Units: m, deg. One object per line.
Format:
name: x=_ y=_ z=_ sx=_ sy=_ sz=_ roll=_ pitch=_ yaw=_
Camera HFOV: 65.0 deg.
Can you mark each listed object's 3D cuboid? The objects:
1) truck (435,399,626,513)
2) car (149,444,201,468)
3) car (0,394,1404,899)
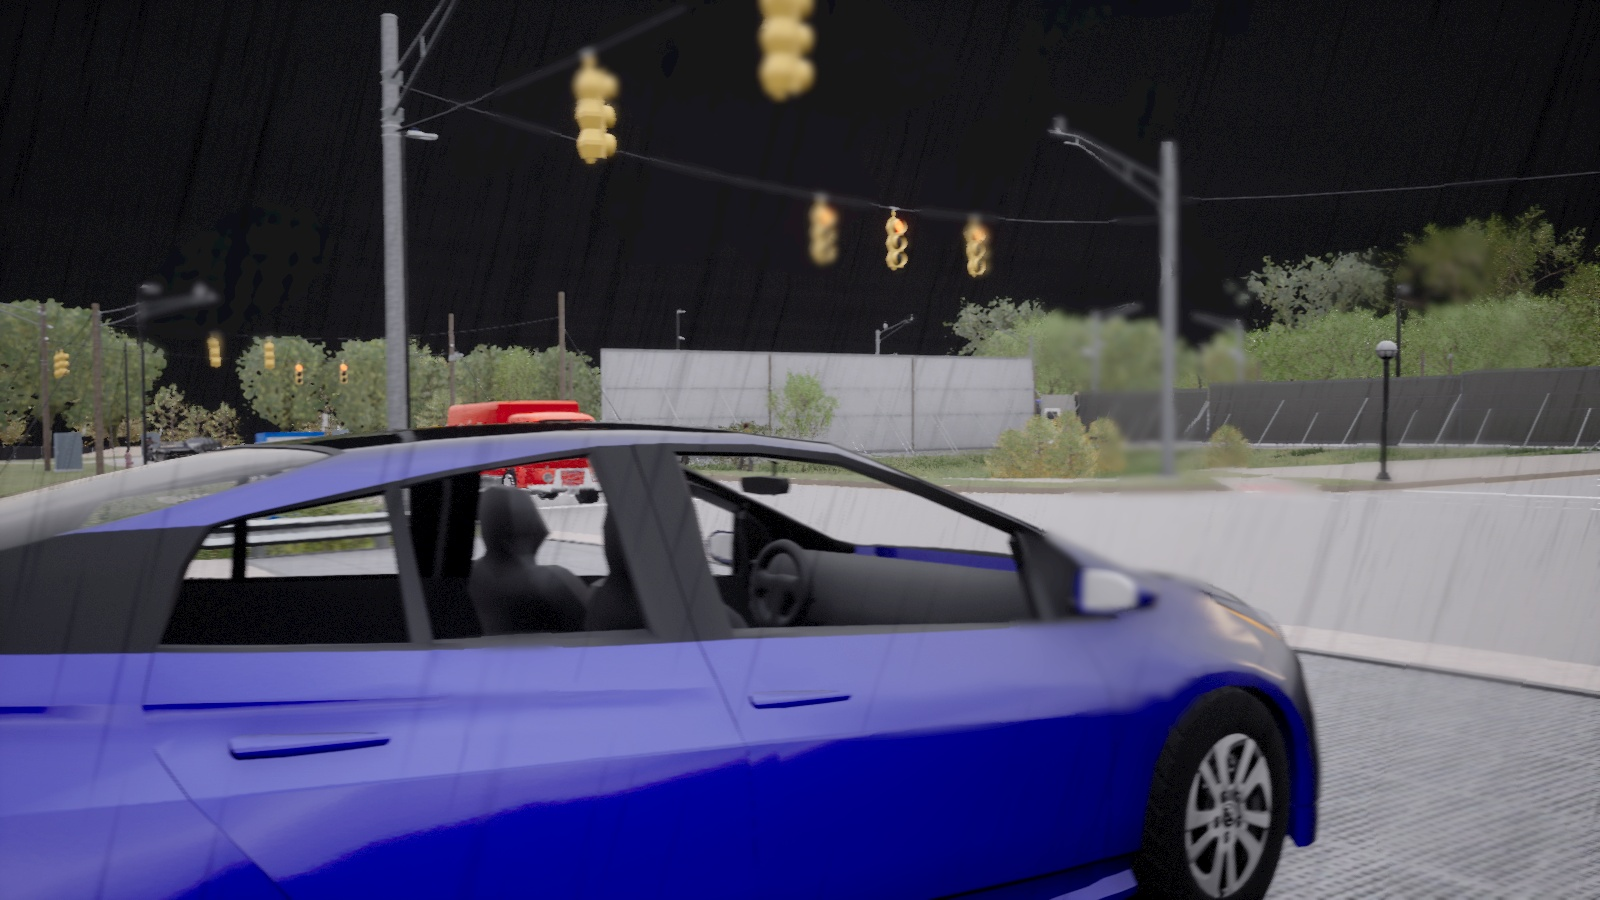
truck: x=-6.613 y=0.094 z=30.300 sx=2.627 sy=2.467 sz=5.204 roll=-2 pitch=1 yaw=-35
car: x=-36.066 y=0.335 z=72.435 sx=1.895 sy=1.301 sz=4.718 roll=-2 pitch=2 yaw=-36
car: x=-0.496 y=0.649 z=3.420 sx=4.514 sy=1.525 sz=2.007 roll=-2 pitch=1 yaw=-37
